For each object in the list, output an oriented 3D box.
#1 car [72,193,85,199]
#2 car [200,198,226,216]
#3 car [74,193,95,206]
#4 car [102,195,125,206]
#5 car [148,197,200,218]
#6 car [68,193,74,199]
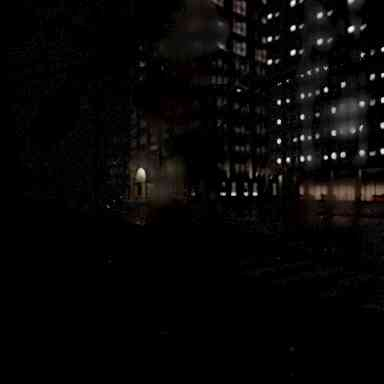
[{"bbox_3d":[-29.323,1.070,85.908,1.837,1.490,4.892,0,0,-34],"label":"car"},{"bbox_3d":[0.967,1.238,28.505,1.812,1.442,4.674,0,0,-34],"label":"car"},{"bbox_3d":[-14.363,1.227,45.715,1.994,1.385,4.181,0,0,-33],"label":"car"},{"bbox_3d":[-11.049,1.147,46.593,1.882,1.535,5.008,0,0,-33],"label":"car"},{"bbox_3d":[-1.745,1.186,26.713,1.882,1.535,5.008,0,0,-34],"label":"car"},{"bbox_3d":[-32.029,1.106,84.107,2.033,1.411,5.357,0,0,-34],"label":"car"}]
